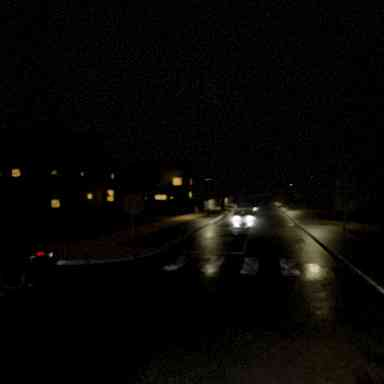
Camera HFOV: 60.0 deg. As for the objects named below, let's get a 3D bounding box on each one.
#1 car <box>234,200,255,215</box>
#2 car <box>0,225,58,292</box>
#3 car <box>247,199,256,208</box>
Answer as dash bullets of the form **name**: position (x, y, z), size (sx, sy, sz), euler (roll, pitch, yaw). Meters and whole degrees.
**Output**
- **car**: position (5.887, 1.921, 37.860), size (1.895, 1.301, 4.718), euler (-1, -1, 12)
- **car**: position (-5.533, 1.498, 8.093), size (4.181, 1.385, 1.994), euler (2, 1, -9)
- **car**: position (10.196, 1.957, 57.982), size (1.882, 1.535, 5.008), euler (-1, 0, 12)
